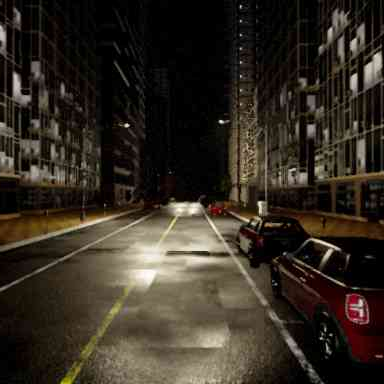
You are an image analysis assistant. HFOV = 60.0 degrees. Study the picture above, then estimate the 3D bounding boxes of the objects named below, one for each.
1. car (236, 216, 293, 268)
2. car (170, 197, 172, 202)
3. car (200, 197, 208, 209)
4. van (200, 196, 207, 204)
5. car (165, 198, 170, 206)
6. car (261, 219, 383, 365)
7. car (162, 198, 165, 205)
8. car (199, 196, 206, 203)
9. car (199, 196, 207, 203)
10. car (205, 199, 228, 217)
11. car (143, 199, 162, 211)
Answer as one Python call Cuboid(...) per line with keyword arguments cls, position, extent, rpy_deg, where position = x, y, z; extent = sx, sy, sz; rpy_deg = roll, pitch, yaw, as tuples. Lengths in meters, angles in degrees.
Cuboid(cls="car", position=(2.694, 1.520, 11.579), extent=(1.967, 1.590, 4.097), rpy_deg=(0, 0, 0))
Cuboid(cls="car", position=(-5.668, 1.984, 68.511), extent=(1.947, 1.339, 4.313), rpy_deg=(0, 0, 0))
Cuboid(cls="car", position=(2.707, 1.891, 51.424), extent=(1.947, 1.339, 4.313), rpy_deg=(0, 0, 0))
Cuboid(cls="van", position=(2.717, 1.818, 79.887), extent=(1.690, 1.788, 3.998), rpy_deg=(0, 0, 0))
Cuboid(cls="car", position=(-5.670, 1.933, 62.819), extent=(1.887, 1.381, 4.507), rpy_deg=(0, 0, 0))
Cuboid(cls="car", position=(2.693, 1.481, 5.887), extent=(1.967, 1.590, 4.097), rpy_deg=(0, 0, 0))
Cuboid(cls="car", position=(-5.674, 1.907, 51.434), extent=(1.802, 1.307, 4.206), rpy_deg=(0, 0, 0))
Cuboid(cls="car", position=(2.711, 1.954, 62.808), extent=(1.947, 1.339, 4.313), rpy_deg=(0, 0, 0))
Cuboid(cls="car", position=(2.718, 1.945, 85.578), extent=(1.967, 1.590, 4.097), rpy_deg=(0, 0, 0))
Cuboid(cls="car", position=(2.702, 1.771, 34.348), extent=(1.887, 1.381, 4.507), rpy_deg=(0, 0, 0))
Cuboid(cls="car", position=(-5.675, 1.838, 45.741), extent=(1.887, 1.381, 4.507), rpy_deg=(0, 0, 0))
